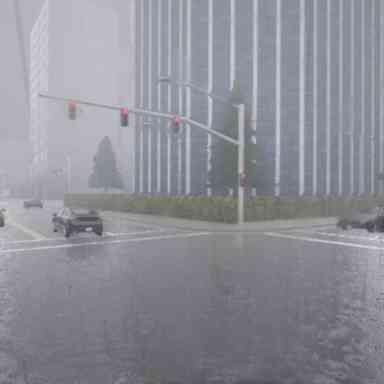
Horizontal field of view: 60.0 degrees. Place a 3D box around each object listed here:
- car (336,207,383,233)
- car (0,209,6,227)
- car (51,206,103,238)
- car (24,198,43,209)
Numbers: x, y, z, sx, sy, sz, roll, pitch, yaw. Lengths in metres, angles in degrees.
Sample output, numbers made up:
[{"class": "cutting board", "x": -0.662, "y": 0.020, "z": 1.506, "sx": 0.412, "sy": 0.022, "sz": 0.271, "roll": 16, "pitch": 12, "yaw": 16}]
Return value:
[{"class": "car", "x": 11.123, "y": 1.616, "z": 20.523, "sx": 5.357, "sy": 1.411, "sz": 2.033, "roll": 0, "pitch": 0, "yaw": -35}, {"class": "car", "x": -13.618, "y": 1.515, "z": 22.001, "sx": 2.128, "sy": 1.511, "sz": 4.902, "roll": 0, "pitch": 0, "yaw": -36}, {"class": "car", "x": -6.310, "y": 1.552, "z": 18.127, "sx": 1.837, "sy": 1.490, "sz": 4.892, "roll": 1, "pitch": -1, "yaw": -33}, {"class": "car", "x": -21.825, "y": 1.546, "z": 45.814, "sx": 1.837, "sy": 1.490, "sz": 4.892, "roll": 0, "pitch": 0, "yaw": -36}]
